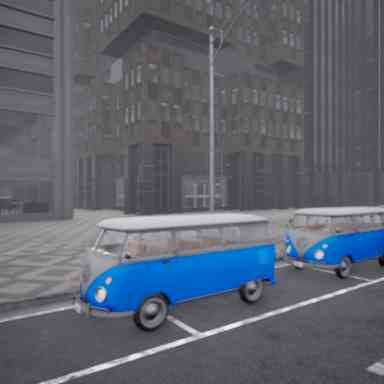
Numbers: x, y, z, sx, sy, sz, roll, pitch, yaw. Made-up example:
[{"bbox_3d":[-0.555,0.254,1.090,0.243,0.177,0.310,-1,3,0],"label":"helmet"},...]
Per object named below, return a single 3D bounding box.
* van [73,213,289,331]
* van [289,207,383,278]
[{"bbox_3d":[-0.123,1.344,6.566,3.998,1.788,1.690,0,0,-35],"label":"van"},{"bbox_3d":[4.469,1.349,9.842,3.998,1.788,1.690,0,0,-35],"label":"van"}]
